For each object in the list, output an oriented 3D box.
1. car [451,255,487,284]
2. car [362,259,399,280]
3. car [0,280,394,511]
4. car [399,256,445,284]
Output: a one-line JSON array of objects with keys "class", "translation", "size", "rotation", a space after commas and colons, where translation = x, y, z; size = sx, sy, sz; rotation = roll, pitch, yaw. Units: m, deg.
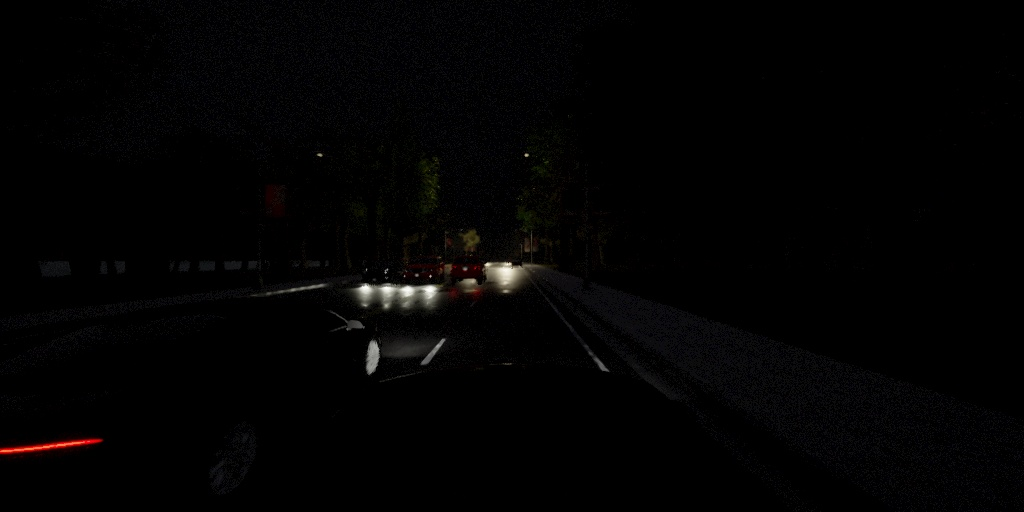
[{"class": "car", "translation": [-3.153, 0.979, 26.752], "size": [2.150, 2.045, 5.566], "rotation": [0, 0, 0]}, {"class": "car", "translation": [-9.848, 1.112, 27.888], "size": [2.097, 1.767, 4.553], "rotation": [0, 0, 0]}, {"class": "car", "translation": [-3.152, 1.253, 4.302], "size": [1.837, 1.490, 4.892], "rotation": [0, 0, 0]}, {"class": "car", "translation": [-6.601, 0.980, 27.649], "size": [2.150, 2.045, 5.566], "rotation": [0, 0, 0]}]
